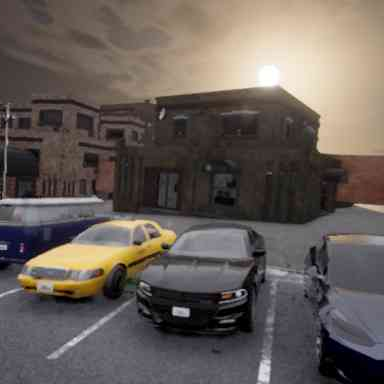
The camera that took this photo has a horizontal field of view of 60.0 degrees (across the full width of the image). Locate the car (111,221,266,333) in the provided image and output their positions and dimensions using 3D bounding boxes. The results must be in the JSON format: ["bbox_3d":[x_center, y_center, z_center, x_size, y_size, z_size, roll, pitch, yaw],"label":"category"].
[{"bbox_3d":[0.518,1.442,7.089,2.097,1.535,5.008,1,0,15],"label":"car"}]

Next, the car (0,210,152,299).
[{"bbox_3d":[-1.930,1.414,8.604,1.946,1.575,5.366,1,0,16],"label":"car"}]

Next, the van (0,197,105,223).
[{"bbox_3d":[-4.242,1.171,10.598,1.878,1.987,4.442,0,0,15],"label":"van"}]

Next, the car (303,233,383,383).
[{"bbox_3d":[2.895,1.494,5.352,2.163,1.488,4.792,1,0,16],"label":"car"}]
